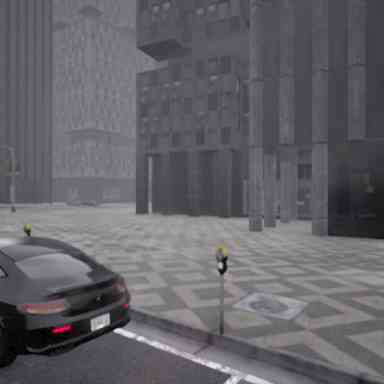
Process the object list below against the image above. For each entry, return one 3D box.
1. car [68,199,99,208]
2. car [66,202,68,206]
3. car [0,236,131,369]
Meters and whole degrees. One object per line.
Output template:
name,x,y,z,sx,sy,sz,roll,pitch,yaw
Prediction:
car,-18.811,1.961,58.778,1.837,1.490,4.892,0,0,36
car,-20.876,1.991,61.425,1.812,1.442,4.674,0,-1,36
car,-3.049,1.494,5.620,4.674,1.442,1.812,0,0,36
